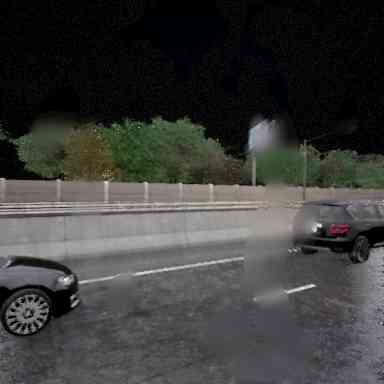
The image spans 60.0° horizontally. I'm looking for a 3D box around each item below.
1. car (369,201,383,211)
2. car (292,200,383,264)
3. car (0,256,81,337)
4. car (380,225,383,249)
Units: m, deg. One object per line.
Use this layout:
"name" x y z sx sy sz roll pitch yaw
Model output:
"car" 29.345 2.120 51.054 4.718 1.301 1.895 1 0 -35
"car" 6.133 1.325 12.505 5.566 2.045 2.150 0 0 -36
"car" -4.254 1.488 5.000 4.902 1.511 2.128 0 0 -36
"car" 7.208 1.617 8.969 4.674 1.442 1.812 0 0 -36
